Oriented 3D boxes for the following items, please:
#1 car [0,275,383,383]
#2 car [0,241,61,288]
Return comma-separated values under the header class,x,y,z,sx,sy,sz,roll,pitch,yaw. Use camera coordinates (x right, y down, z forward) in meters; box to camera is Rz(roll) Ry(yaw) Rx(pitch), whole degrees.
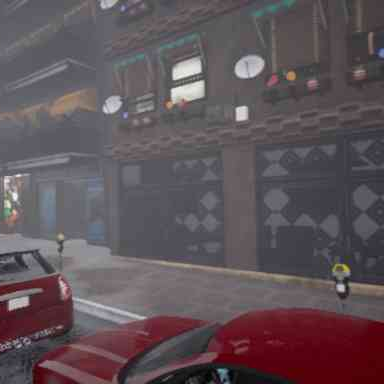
class,x,y,z,sx,sy,sz,roll,pitch,yaw
car,0.639,1.553,2.289,4.507,1.381,1.887,-1,-2,36
car,-3.859,1.509,5.510,4.097,1.590,1.967,-1,-2,36
